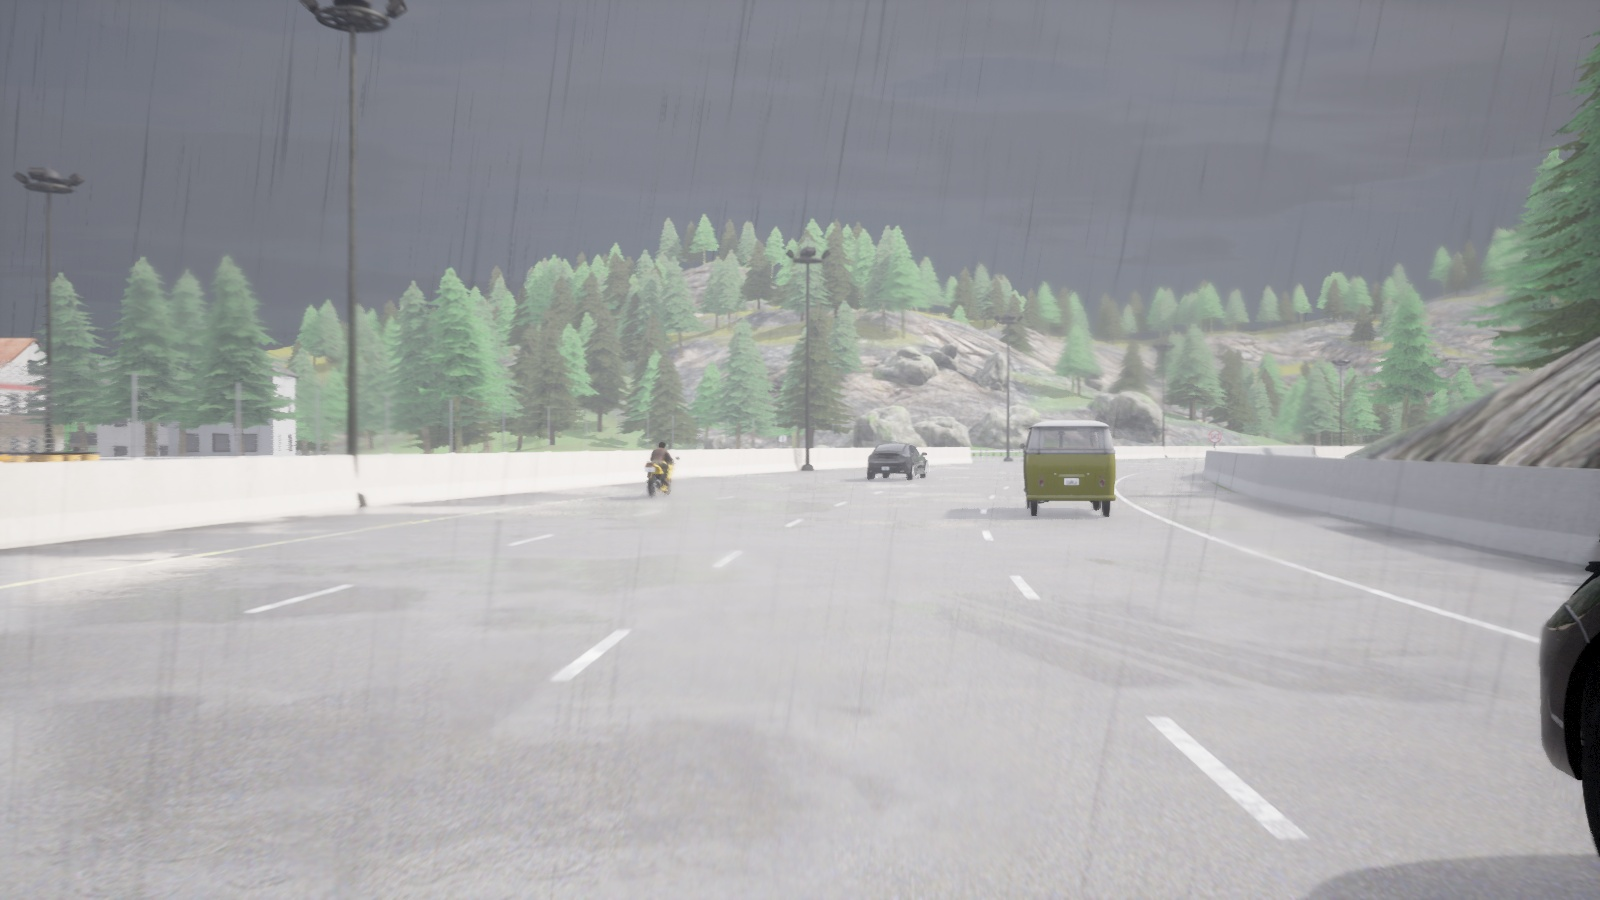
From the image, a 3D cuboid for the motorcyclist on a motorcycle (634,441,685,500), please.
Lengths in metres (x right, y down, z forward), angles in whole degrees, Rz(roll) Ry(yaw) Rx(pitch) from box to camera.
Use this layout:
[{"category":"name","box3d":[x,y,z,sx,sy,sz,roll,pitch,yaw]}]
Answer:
[{"category":"motorcyclist on a motorcycle","box3d":[-3.783,0.528,33.941,0.797,1.523,2.044,1,0,10]}]

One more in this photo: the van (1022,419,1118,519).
[{"category":"van","box3d":[5.737,0.364,27.088,1.775,1.987,4.442,0,0,9]}]

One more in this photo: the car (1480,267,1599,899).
[{"category":"car","box3d":[3.534,0.466,1.826,2.150,2.045,5.566,0,0,1]}]

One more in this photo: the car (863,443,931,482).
[{"category":"car","box3d":[4.033,0.474,51.642,1.837,1.490,4.892,0,0,16]}]
